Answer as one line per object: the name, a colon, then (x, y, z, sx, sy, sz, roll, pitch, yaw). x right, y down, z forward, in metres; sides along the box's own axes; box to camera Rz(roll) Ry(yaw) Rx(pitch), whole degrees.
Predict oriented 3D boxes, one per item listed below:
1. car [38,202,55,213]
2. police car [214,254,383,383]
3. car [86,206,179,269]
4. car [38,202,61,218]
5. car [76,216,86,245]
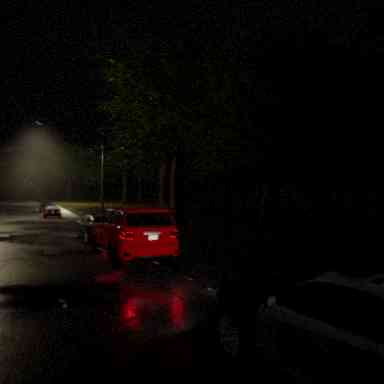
car: (-21.731, 2.236, 49.413, 2.033, 1.411, 5.357, 1, 0, -26)
police car: (2.011, 1.562, 3.849, 1.930, 1.638, 5.238, 1, -2, -26)
car: (-2.390, 1.552, 12.739, 2.150, 2.045, 5.566, 1, -2, -26)
car: (-16.129, 2.230, 38.190, 2.033, 1.411, 5.357, 1, -1, -26)
car: (-5.044, 1.929, 18.082, 1.837, 1.490, 4.892, 1, -1, -26)
